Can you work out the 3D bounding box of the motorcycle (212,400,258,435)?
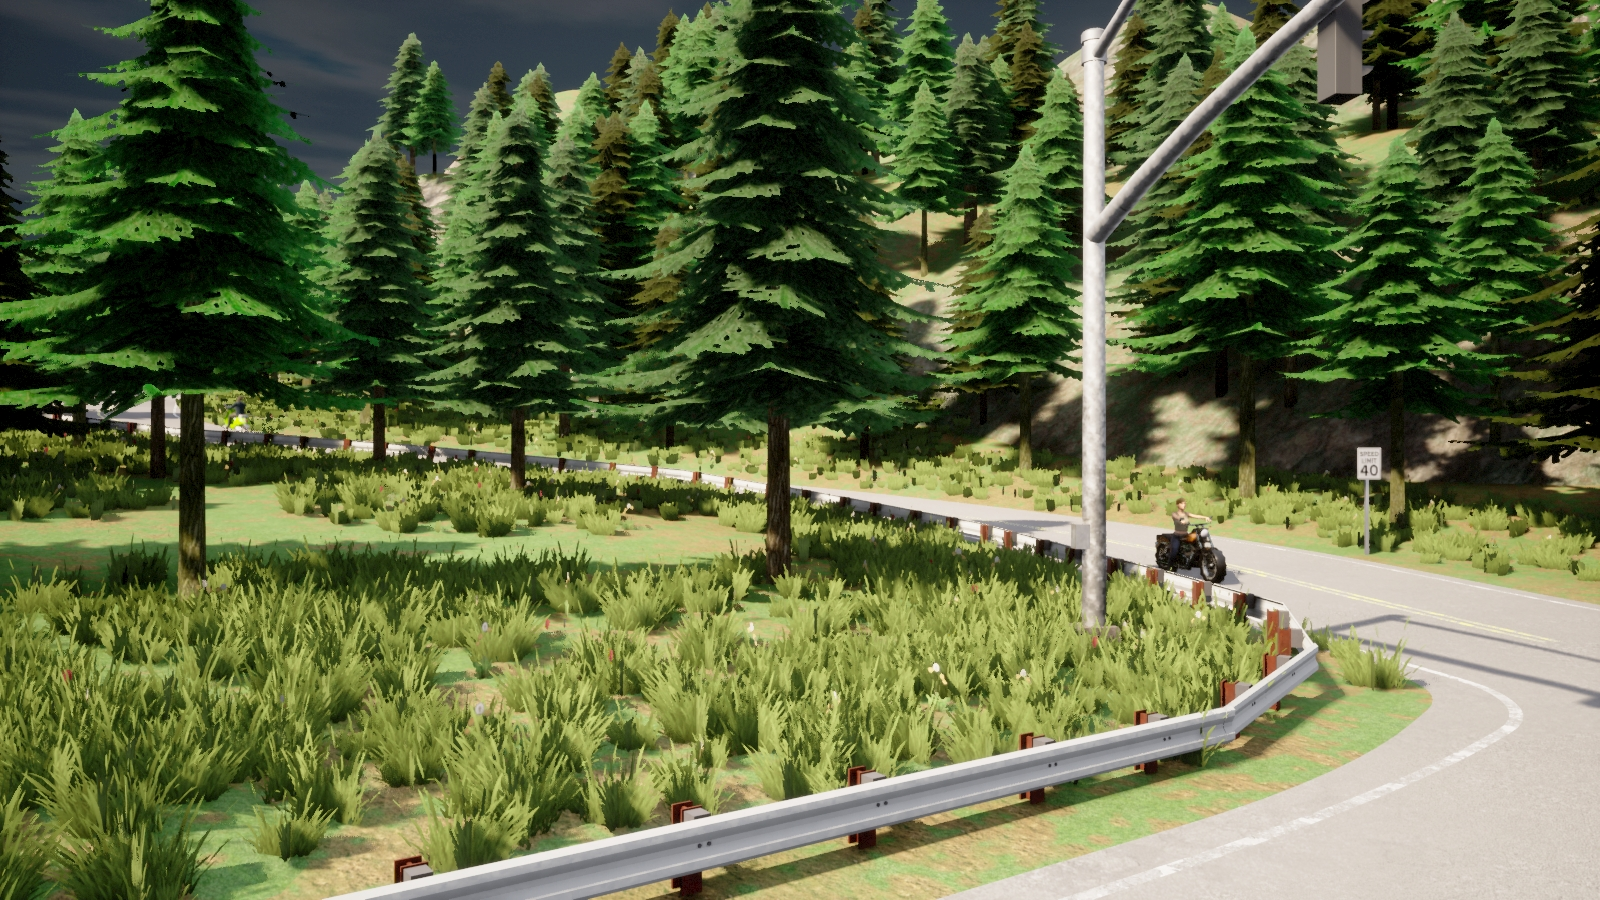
[{"bbox_3d":[-24.092,-1.372,48.747,1.805,1.316,0.856,6,0,33],"label":"motorcycle"}]
